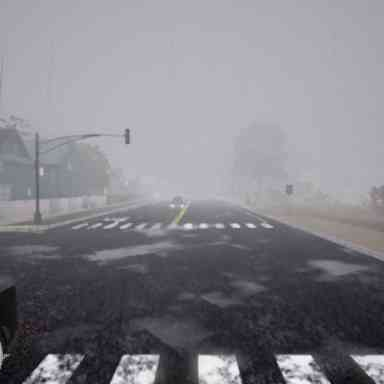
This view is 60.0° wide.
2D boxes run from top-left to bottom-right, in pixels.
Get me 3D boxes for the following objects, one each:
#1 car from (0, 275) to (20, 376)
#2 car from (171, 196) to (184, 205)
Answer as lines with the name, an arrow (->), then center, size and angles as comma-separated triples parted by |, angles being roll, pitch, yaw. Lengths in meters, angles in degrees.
car -> -3.186, 1.490, 2.226 | 1.882, 1.535, 5.008 | 0, 0, 1
car -> -2.307, 1.322, 54.707 | 1.882, 1.535, 5.008 | 0, 0, 1
